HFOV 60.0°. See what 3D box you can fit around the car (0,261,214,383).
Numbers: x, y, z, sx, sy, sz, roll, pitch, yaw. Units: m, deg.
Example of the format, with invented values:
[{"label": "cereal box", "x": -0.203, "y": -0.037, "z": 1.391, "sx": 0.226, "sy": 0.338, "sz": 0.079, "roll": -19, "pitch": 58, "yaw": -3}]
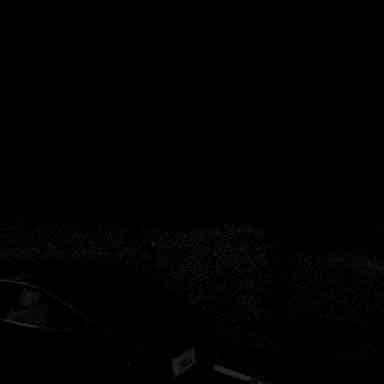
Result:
[{"label": "car", "x": -1.761, "y": 1.582, "z": 4.223, "sx": 4.313, "sy": 1.339, "sz": 1.947, "roll": 0, "pitch": 0, "yaw": 36}]
